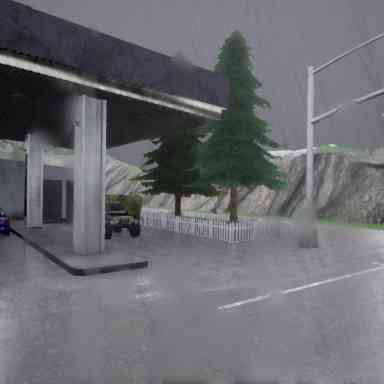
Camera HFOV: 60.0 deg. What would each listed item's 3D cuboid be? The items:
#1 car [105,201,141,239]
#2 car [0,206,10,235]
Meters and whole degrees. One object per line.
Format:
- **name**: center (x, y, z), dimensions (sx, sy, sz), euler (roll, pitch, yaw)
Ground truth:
- **car**: center (-4.438, 1.445, 18.337), dimensions (1.905, 1.878, 3.866), euler (1, 0, -36)
- **car**: center (-11.569, 1.521, 18.540), dimensions (2.242, 1.667, 4.611), euler (1, 0, -36)
